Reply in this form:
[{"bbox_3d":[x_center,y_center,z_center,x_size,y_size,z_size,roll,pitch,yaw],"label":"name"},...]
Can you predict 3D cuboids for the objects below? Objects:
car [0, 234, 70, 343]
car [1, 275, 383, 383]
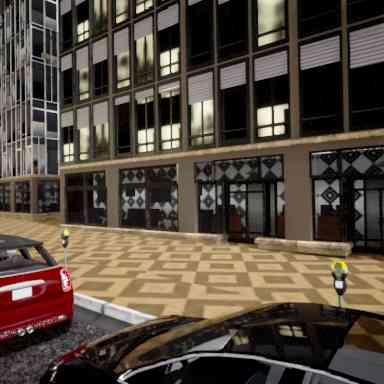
[{"bbox_3d":[-3.911,1.441,5.819,4.097,1.590,1.967,0,-1,37],"label":"car"},{"bbox_3d":[0.663,1.566,2.439,4.313,1.339,1.947,0,-1,36],"label":"car"}]
